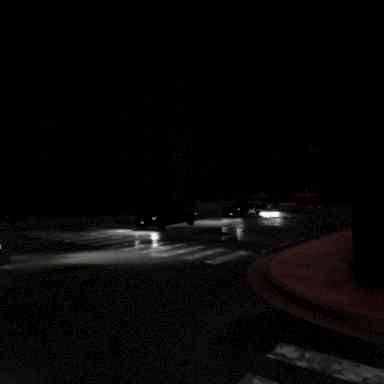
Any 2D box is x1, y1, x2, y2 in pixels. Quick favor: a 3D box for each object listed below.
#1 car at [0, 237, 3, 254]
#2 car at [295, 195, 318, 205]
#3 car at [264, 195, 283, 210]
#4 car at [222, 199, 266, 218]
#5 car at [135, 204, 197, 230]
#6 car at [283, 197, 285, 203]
[{"bbox_3d":[-8.563,1.561,10.090,4.902,1.511,2.128,-1,0,-17],"label":"car"},{"bbox_3d":[17.410,1.181,50.636,1.882,1.535,5.008,-1,0,-4],"label":"car"},{"bbox_3d":[9.090,1.311,38.536,2.128,1.511,4.902,-1,0,16],"label":"car"},{"bbox_3d":[4.469,1.484,29.398,1.895,1.301,4.718,-1,0,34],"label":"car"},{"bbox_3d":[-1.523,1.493,21.351,1.812,1.442,4.674,-1,0,37],"label":"car"},{"bbox_3d":[15.082,1.265,60.842,1.812,1.442,4.674,-1,0,-22],"label":"car"}]
